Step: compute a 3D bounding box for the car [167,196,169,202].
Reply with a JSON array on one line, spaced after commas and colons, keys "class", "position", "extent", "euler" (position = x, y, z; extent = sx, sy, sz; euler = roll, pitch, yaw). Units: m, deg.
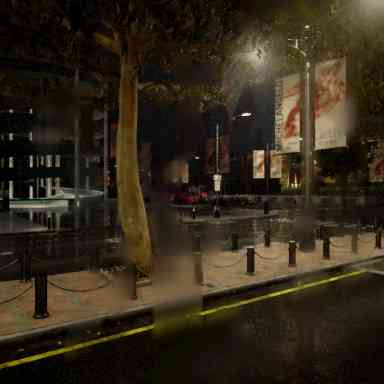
[{"class": "car", "position": [-4.461, 1.526, 68.535], "extent": [1.812, 1.442, 4.674], "euler": [0, 0, -44]}]

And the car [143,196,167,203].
[{"class": "car", "position": [-7.826, 1.478, 66.762], "extent": [5.008, 1.535, 1.882], "euler": [0, 0, 42]}]

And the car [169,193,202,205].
[{"class": "car", "position": [-1.166, 1.221, 58.921], "extent": [2.150, 2.045, 5.566], "euler": [0, 0, -36]}]

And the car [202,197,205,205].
[{"class": "car", "position": [1.854, 1.547, 60.713], "extent": [2.033, 1.411, 5.357], "euler": [0, 0, -36]}]

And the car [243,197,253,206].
[{"class": "car", "position": [7.500, 1.491, 52.763], "extent": [2.128, 1.511, 4.902], "euler": [0, 0, -35]}]

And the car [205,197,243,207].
[{"class": "car", "position": [4.743, 1.547, 50.619], "extent": [2.033, 1.411, 5.357], "euler": [0, 0, -35]}]
